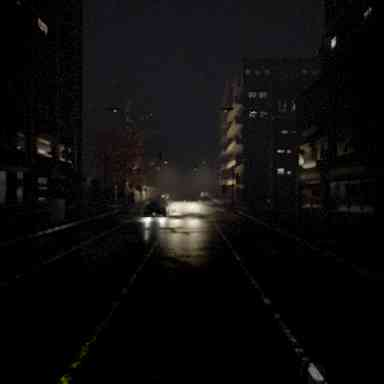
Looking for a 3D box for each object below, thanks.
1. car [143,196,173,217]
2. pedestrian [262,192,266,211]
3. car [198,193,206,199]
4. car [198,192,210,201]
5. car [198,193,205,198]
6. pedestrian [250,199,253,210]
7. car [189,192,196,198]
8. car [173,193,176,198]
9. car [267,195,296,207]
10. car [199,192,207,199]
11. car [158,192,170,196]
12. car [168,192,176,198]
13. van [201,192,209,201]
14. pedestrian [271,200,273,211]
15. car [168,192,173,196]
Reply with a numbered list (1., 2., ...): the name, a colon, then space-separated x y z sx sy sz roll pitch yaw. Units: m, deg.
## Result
1. car: -3.008 1.346 29.269 2.033 1.411 5.357 0 0 1
2. pedestrian: 7.161 0.929 33.337 0.375 1.860 0.375 0 0 0
3. car: 2.763 1.010 89.021 2.008 1.369 4.403 0 0 0
4. car: 2.746 1.121 66.500 1.887 1.381 4.507 0 0 0
5. car: 2.768 0.977 94.651 1.887 1.381 4.507 0 0 0
6. pedestrian: 6.163 1.284 34.539 0.500 1.100 0.500 0 0 0
7. car: 0.070 0.961 87.089 2.033 1.411 5.357 0 0 0
8. car: -5.625 0.831 77.767 2.192 1.841 5.009 0 0 0
9. car: 13.505 1.277 48.540 5.009 1.841 2.192 1 -1 0
10. car: 2.759 0.927 83.391 1.967 1.590 4.097 0 0 0
11. car: -5.639 1.173 60.877 1.947 1.339 4.313 0 0 0
12. car: -5.612 0.872 94.658 1.967 1.590 4.097 0 0 0
13. van: 2.751 0.886 72.130 1.690 1.788 3.998 0 0 0
14. pedestrian: 8.163 1.337 33.937 0.500 1.100 0.500 0 0 0
15. car: -5.630 1.071 71.968 1.752 1.417 4.829 0 0 0
